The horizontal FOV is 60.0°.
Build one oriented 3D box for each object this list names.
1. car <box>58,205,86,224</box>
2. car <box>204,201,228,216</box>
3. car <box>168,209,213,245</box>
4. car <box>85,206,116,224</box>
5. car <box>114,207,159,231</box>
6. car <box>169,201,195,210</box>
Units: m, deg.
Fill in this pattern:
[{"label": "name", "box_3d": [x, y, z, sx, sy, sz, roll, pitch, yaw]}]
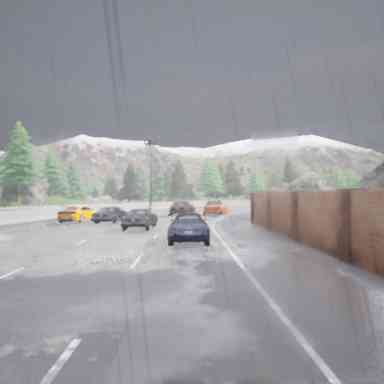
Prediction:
[{"label": "car", "box_3d": [-10.084, 1.940, 29.785, 1.882, 1.535, 5.008, -1, -1, 7]}, {"label": "car", "box_3d": [2.863, 1.780, 38.687, 2.097, 1.767, 4.553, -1, -1, 17]}, {"label": "car", "box_3d": [-0.167, 1.764, 16.686, 1.994, 1.385, 4.181, -1, -1, -1]}, {"label": "car", "box_3d": [-6.816, 1.960, 28.568, 2.033, 1.411, 5.357, -1, -1, 7]}, {"label": "car", "box_3d": [-3.591, 1.865, 23.435, 2.033, 1.411, 5.357, -1, -1, 3]}, {"label": "car", "box_3d": [-1.054, 1.818, 38.412, 2.097, 1.767, 4.553, -1, -1, 15]}]
